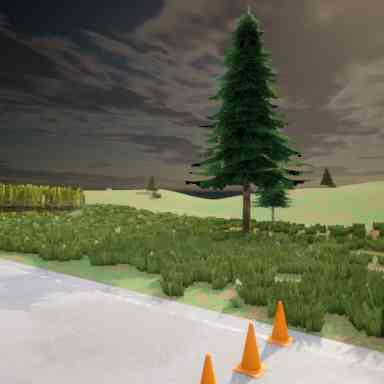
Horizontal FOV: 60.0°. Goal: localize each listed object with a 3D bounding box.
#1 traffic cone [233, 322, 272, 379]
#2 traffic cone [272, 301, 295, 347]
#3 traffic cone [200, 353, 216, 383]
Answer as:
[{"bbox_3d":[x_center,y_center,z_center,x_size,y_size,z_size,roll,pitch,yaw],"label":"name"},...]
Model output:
[{"bbox_3d":[0.751,1.955,4.226,0.340,0.580,0.340,0,0,36],"label":"traffic cone"},{"bbox_3d":[1.336,1.955,5.038,0.340,0.580,0.340,0,0,36],"label":"traffic cone"},{"bbox_3d":[0.167,1.955,3.415,0.340,0.580,0.340,0,0,36],"label":"traffic cone"}]
